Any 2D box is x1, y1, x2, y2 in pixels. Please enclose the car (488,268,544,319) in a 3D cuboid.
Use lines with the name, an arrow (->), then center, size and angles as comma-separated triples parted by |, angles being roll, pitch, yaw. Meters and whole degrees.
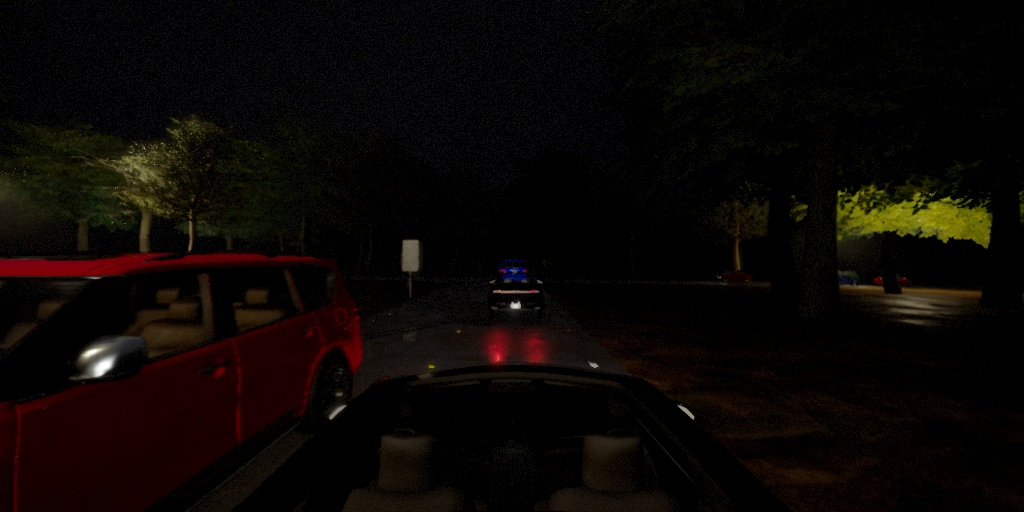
car -> 0.156, 1.354, 13.450 | 2.128, 1.511, 4.902 | 0, -1, 1

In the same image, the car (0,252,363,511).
car -> -3.098, 0.977, 2.613 | 2.150, 2.045, 5.566 | 0, -1, 0

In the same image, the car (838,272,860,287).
car -> 40.780, 3.055, 44.886 | 4.674, 1.442, 1.812 | 2, -1, -14

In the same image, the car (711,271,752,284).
car -> 27.438, 2.598, 44.878 | 5.008, 1.535, 1.882 | 2, -1, -13

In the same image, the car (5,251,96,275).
car -> -42.363, 0.641, 33.020 | 5.566, 2.045, 2.150 | 1, 0, -1

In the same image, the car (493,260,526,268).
car -> -0.137, 1.295, 26.951 | 2.150, 2.045, 5.566 | 0, -1, -6
